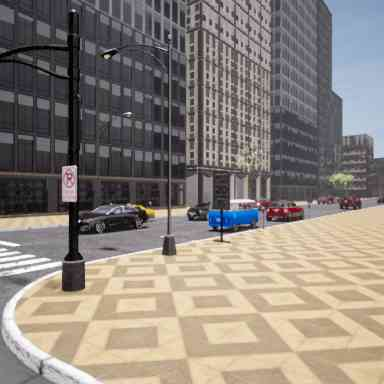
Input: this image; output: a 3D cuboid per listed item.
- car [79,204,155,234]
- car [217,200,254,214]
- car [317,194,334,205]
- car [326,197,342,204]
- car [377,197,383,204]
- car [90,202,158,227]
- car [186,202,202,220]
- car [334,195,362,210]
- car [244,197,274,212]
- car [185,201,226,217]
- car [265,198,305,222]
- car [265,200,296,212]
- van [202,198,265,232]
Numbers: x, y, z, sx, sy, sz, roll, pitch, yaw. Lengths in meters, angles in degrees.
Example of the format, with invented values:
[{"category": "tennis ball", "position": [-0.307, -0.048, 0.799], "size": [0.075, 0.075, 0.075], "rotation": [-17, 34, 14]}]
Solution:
[{"category": "car", "position": [-4.765, 1.507, 19.741], "size": [2.128, 1.511, 4.902], "rotation": [0, 0, 38]}, {"category": "car", "position": [4.781, 1.571, 36.111], "size": [1.887, 1.381, 4.507], "rotation": [0, 0, 38]}, {"category": "car", "position": [25.203, 1.380, 62.518], "size": [2.192, 1.841, 5.009], "rotation": [0, 0, 38]}, {"category": "car", "position": [28.607, 1.624, 66.918], "size": [2.008, 1.369, 4.403], "rotation": [0, 0, 38]}, {"category": "car", "position": [38.243, 1.658, 66.497], "size": [1.947, 1.339, 4.313], "rotation": [0, 0, 38]}, {"category": "car", "position": [-4.749, 1.540, 24.001], "size": [1.752, 1.417, 4.829], "rotation": [0, 0, 38]}, {"category": "car", "position": [1.485, 1.528, 27.818], "size": [1.837, 1.490, 4.892], "rotation": [0, 0, 38]}, {"category": "car", "position": [21.225, 1.368, 44.493], "size": [2.192, 1.841, 5.009], "rotation": [0, 0, 38]}, {"category": "car", "position": [8.184, 1.471, 40.512], "size": [1.967, 1.590, 4.097], "rotation": [0, 0, 38]}, {"category": "car", "position": [1.377, 1.603, 31.710], "size": [1.802, 1.307, 4.206], "rotation": [0, 0, 38]}, {"category": "car", "position": [7.610, 1.472, 26.888], "size": [1.967, 1.590, 4.097], "rotation": [0, 0, 38]}, {"category": "car", "position": [10.594, 1.636, 39.554], "size": [1.895, 1.301, 4.718], "rotation": [0, 0, 38]}, {"category": "van", "position": [2.632, 1.368, 20.270], "size": [1.690, 1.788, 3.998], "rotation": [0, 0, 38]}]
